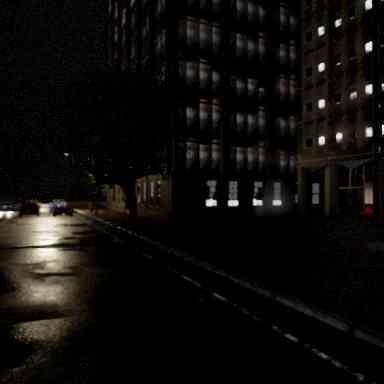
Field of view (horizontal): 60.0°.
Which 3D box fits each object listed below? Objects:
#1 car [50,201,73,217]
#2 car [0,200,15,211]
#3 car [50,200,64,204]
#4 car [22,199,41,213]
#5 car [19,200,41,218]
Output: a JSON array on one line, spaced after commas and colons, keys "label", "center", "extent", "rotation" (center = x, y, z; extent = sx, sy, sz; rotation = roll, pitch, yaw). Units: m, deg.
[{"label": "car", "center": [-13.969, 1.987, 35.904], "extent": [1.895, 1.301, 4.718], "rotation": [0, -1, -24]}, {"label": "car", "center": [-26.768, 1.980, 48.117], "extent": [2.128, 1.511, 4.902], "rotation": [0, -1, -24]}, {"label": "car", "center": [-18.001, 1.831, 44.833], "extent": [2.097, 1.767, 4.553], "rotation": [0, -1, -24]}, {"label": "car", "center": [-21.213, 1.812, 44.153], "extent": [2.097, 1.767, 4.553], "rotation": [0, -1, -24]}, {"label": "car", "center": [-17.288, 1.848, 35.482], "extent": [1.882, 1.535, 5.008], "rotation": [0, -1, -24]}]
